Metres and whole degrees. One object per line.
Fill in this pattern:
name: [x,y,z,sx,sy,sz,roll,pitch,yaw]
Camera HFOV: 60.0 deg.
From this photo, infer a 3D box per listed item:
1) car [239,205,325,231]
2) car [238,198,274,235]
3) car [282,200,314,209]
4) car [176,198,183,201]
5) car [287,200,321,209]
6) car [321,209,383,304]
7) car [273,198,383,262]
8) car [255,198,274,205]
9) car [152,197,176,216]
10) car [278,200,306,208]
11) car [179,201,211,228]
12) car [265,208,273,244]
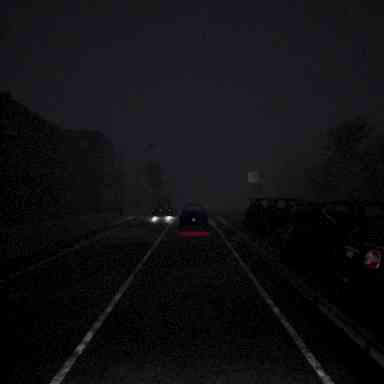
car: [5.593,1.619,21.256,4.892,1.521,2.231,0,-1,0]
car: [5.625,1.338,18.458,5.566,2.045,2.435,0,-1,0]
car: [18.703,2.158,58.914,4.892,1.521,2.231,0,-1,0]
car: [-3.246,2.155,79.579,1.812,1.442,4.674,0,-1,0]
car: [18.711,2.109,55.641,5.008,1.535,2.097,0,-1,0]
car: [5.564,1.378,7.246,4.553,1.767,2.185,0,0,0]
car: [5.623,1.270,10.048,5.566,2.045,2.435,0,0,0]
car: [18.760,2.437,86.525,4.553,1.767,2.185,0,-1,0]
car: [-3.344,1.620,38.538,2.150,2.045,5.566,0,-1,0]
car: [18.708,2.245,62.189,4.674,1.452,2.002,0,-1,0]
car: [0.097,1.653,23.601,1.882,1.535,5.008,0,-1,0]
car: [5.601,1.541,12.851,4.892,1.521,2.231,0,0,0]
